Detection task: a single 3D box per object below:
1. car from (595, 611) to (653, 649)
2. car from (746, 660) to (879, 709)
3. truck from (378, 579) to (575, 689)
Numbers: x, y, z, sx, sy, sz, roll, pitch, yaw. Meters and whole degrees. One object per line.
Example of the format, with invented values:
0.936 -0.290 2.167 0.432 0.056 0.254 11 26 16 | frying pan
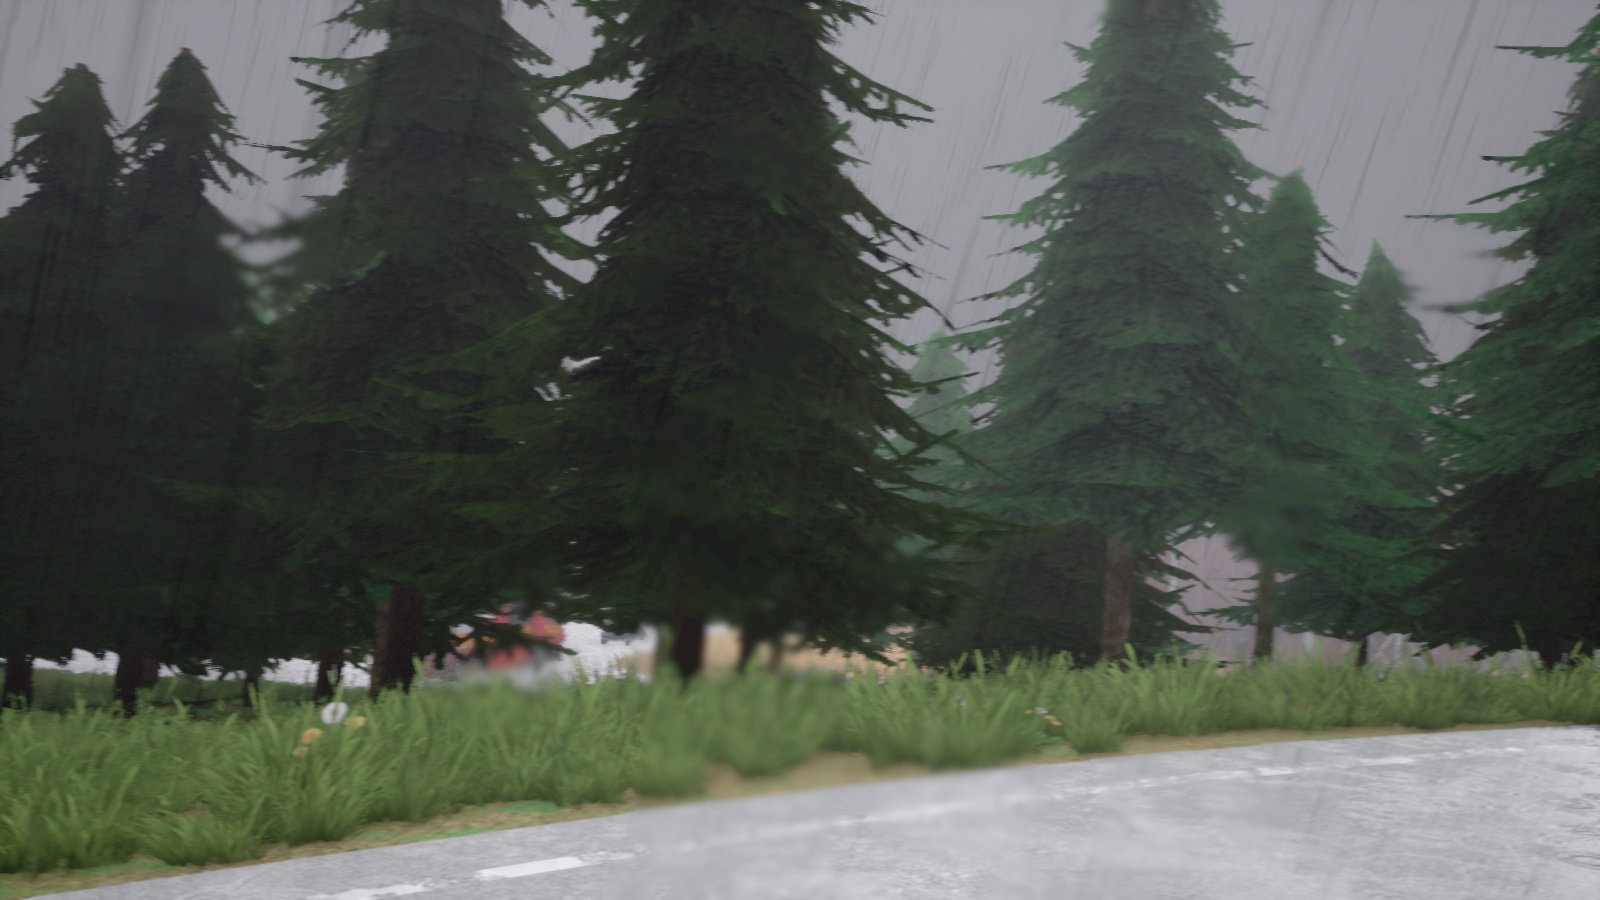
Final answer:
-9.444 9.686 67.731 1.789 1.549 3.705 4 -3 12 | car
0.475 9.809 52.533 5.357 1.411 2.033 4 -3 -3 | car
-13.452 7.594 53.209 2.891 3.827 8.468 3 -3 27 | truck
